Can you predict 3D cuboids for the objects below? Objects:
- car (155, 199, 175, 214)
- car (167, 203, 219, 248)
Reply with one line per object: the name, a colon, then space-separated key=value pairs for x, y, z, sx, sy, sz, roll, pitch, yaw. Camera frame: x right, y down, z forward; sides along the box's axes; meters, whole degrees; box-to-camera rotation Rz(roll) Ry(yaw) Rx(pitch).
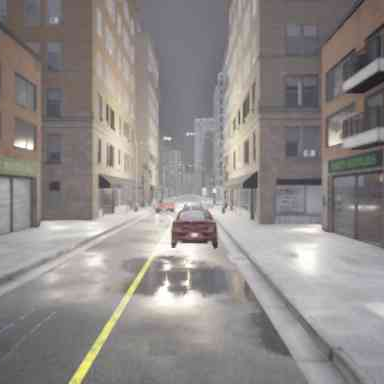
car: x=-2.783 y=1.488 z=35.454 sx=1.812 sy=1.442 sz=4.674 roll=0 pitch=0 yaw=1
car: x=0.100 y=1.458 z=14.839 sx=1.882 sy=1.535 sz=5.008 roll=0 pitch=0 yaw=0
